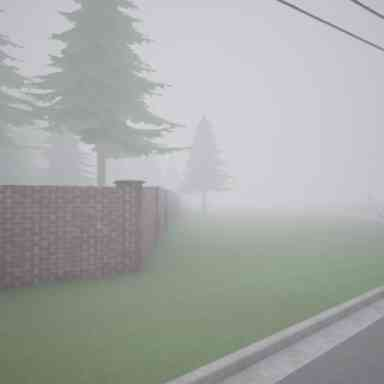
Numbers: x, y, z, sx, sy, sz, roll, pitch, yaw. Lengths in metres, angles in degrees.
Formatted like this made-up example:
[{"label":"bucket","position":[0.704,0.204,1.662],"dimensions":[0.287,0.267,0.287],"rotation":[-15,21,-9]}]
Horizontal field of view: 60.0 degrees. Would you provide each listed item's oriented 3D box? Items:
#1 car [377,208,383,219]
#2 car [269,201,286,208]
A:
[{"label":"car","position":[20.328,2.044,33.337],"dimensions":[1.812,1.442,4.674],"rotation":[0,-1,8]},{"label":"car","position":[17.271,2.558,67.404],"dimensions":[2.033,1.411,5.357],"rotation":[0,-1,-6]}]
